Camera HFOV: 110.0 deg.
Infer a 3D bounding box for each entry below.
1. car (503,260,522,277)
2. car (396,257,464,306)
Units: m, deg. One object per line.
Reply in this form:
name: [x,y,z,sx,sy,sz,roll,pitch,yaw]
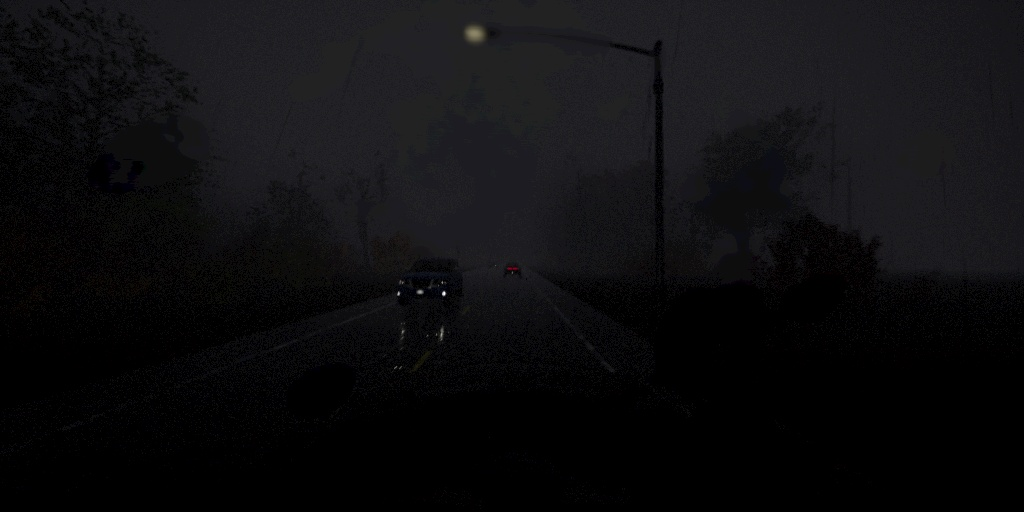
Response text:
car: [0.053,1.494,39.628,1.837,1.490,4.892,0,0,0]
car: [-3.617,1.079,16.871,2.150,2.045,5.566,0,0,0]
